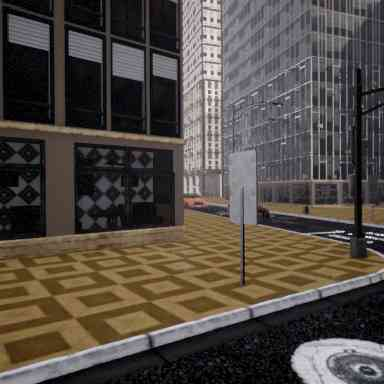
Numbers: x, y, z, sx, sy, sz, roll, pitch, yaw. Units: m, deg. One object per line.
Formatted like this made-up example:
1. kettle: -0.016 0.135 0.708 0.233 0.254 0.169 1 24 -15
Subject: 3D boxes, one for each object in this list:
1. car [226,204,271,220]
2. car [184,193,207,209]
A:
1. car: 4.138 1.331 25.008 1.994 1.385 4.181 -1 1 -19
2. car: 0.030 0.943 37.233 2.097 1.767 4.553 -1 1 -19
